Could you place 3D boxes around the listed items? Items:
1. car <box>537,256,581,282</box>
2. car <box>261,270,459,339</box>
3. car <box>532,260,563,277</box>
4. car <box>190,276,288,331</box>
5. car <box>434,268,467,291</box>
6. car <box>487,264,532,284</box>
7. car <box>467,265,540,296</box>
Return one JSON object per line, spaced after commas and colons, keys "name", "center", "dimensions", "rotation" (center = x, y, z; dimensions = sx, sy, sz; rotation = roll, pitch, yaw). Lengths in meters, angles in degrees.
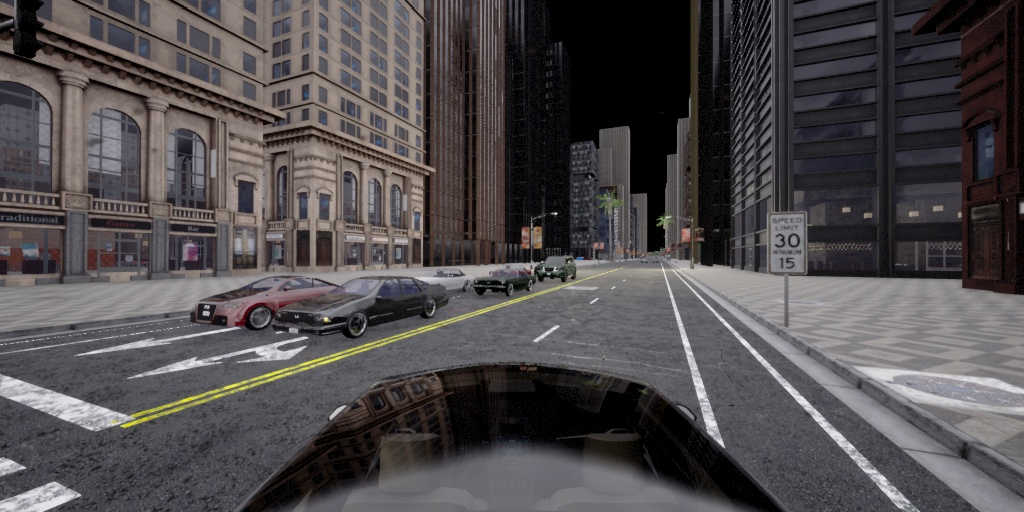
{"name": "car", "center": [3.785, 0.987, 29.336], "dimensions": [2.150, 2.045, 5.566], "rotation": [0, 0, 22]}
{"name": "car", "center": [-3.934, 1.299, 10.576], "dimensions": [2.033, 1.411, 5.357], "rotation": [0, 0, 22]}
{"name": "car", "center": [3.836, 1.251, 37.915], "dimensions": [1.882, 1.535, 5.008], "rotation": [0, 0, 23]}
{"name": "car", "center": [-7.198, 1.316, 11.173], "dimensions": [1.994, 1.385, 4.181], "rotation": [0, 0, 23]}
{"name": "car", "center": [-3.871, 1.357, 19.278], "dimensions": [1.895, 1.301, 4.718], "rotation": [0, 0, 22]}
{"name": "car", "center": [-0.081, 1.364, 28.490], "dimensions": [1.895, 1.301, 4.718], "rotation": [0, 0, 23]}
{"name": "car", "center": [-0.287, 1.358, 19.444], "dimensions": [1.895, 1.301, 4.718], "rotation": [0, 0, 23]}
